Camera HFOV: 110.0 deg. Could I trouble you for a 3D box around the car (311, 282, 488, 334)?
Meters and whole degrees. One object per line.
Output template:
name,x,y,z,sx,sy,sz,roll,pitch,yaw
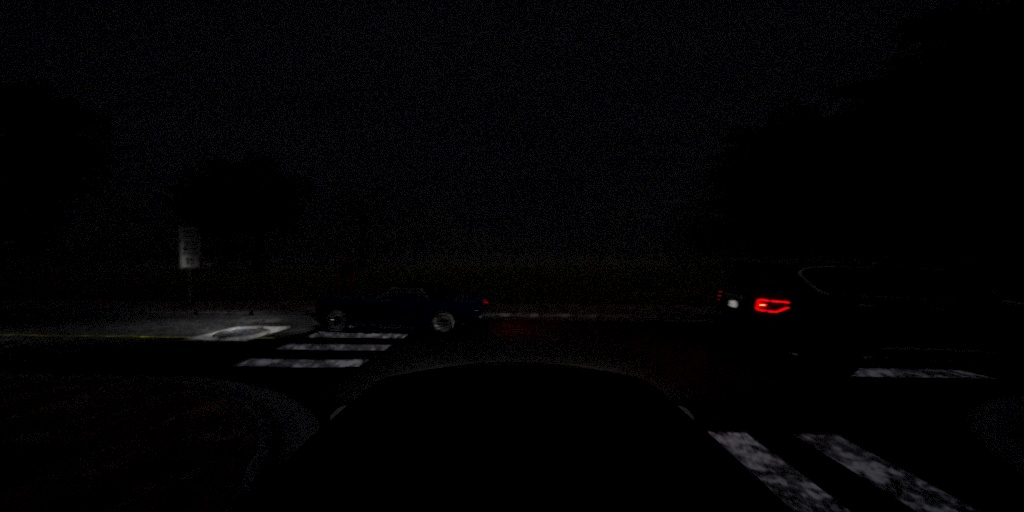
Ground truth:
car,-3.122,1.419,10.423,4.718,1.301,1.895,0,1,2

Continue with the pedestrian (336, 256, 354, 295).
pedestrian,-6.300,0.918,13.454,0.375,1.860,0.375,0,0,2

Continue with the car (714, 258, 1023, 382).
car,7.093,1.097,7.062,5.566,2.045,2.150,1,0,3
